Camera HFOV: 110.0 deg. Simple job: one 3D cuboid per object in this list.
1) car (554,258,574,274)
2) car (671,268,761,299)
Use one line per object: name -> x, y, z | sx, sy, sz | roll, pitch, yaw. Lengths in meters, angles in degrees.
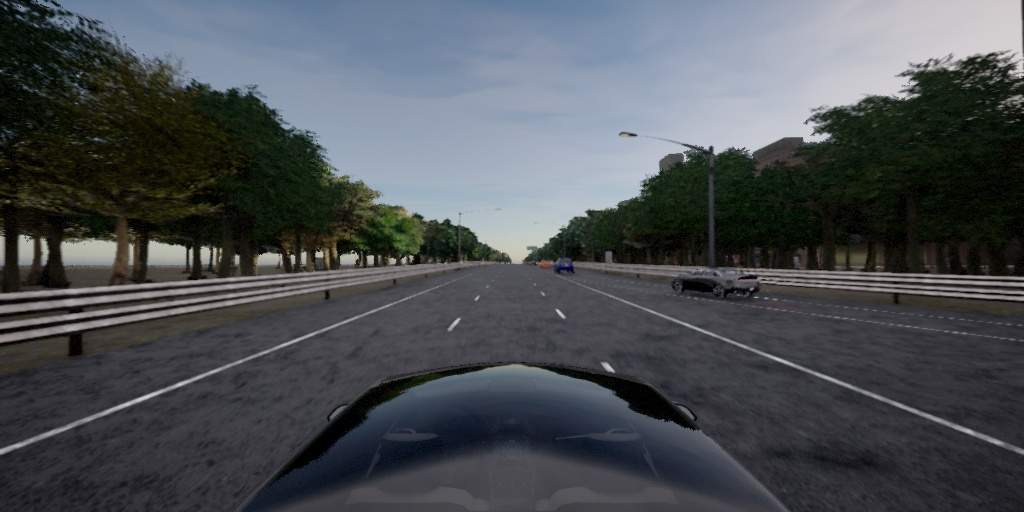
car -> 7.022, 1.312, 48.818 | 2.150, 2.045, 5.566 | 0, 0, 0
car -> 10.819, 1.401, 19.454 | 2.128, 1.511, 4.902 | 0, 0, -15
